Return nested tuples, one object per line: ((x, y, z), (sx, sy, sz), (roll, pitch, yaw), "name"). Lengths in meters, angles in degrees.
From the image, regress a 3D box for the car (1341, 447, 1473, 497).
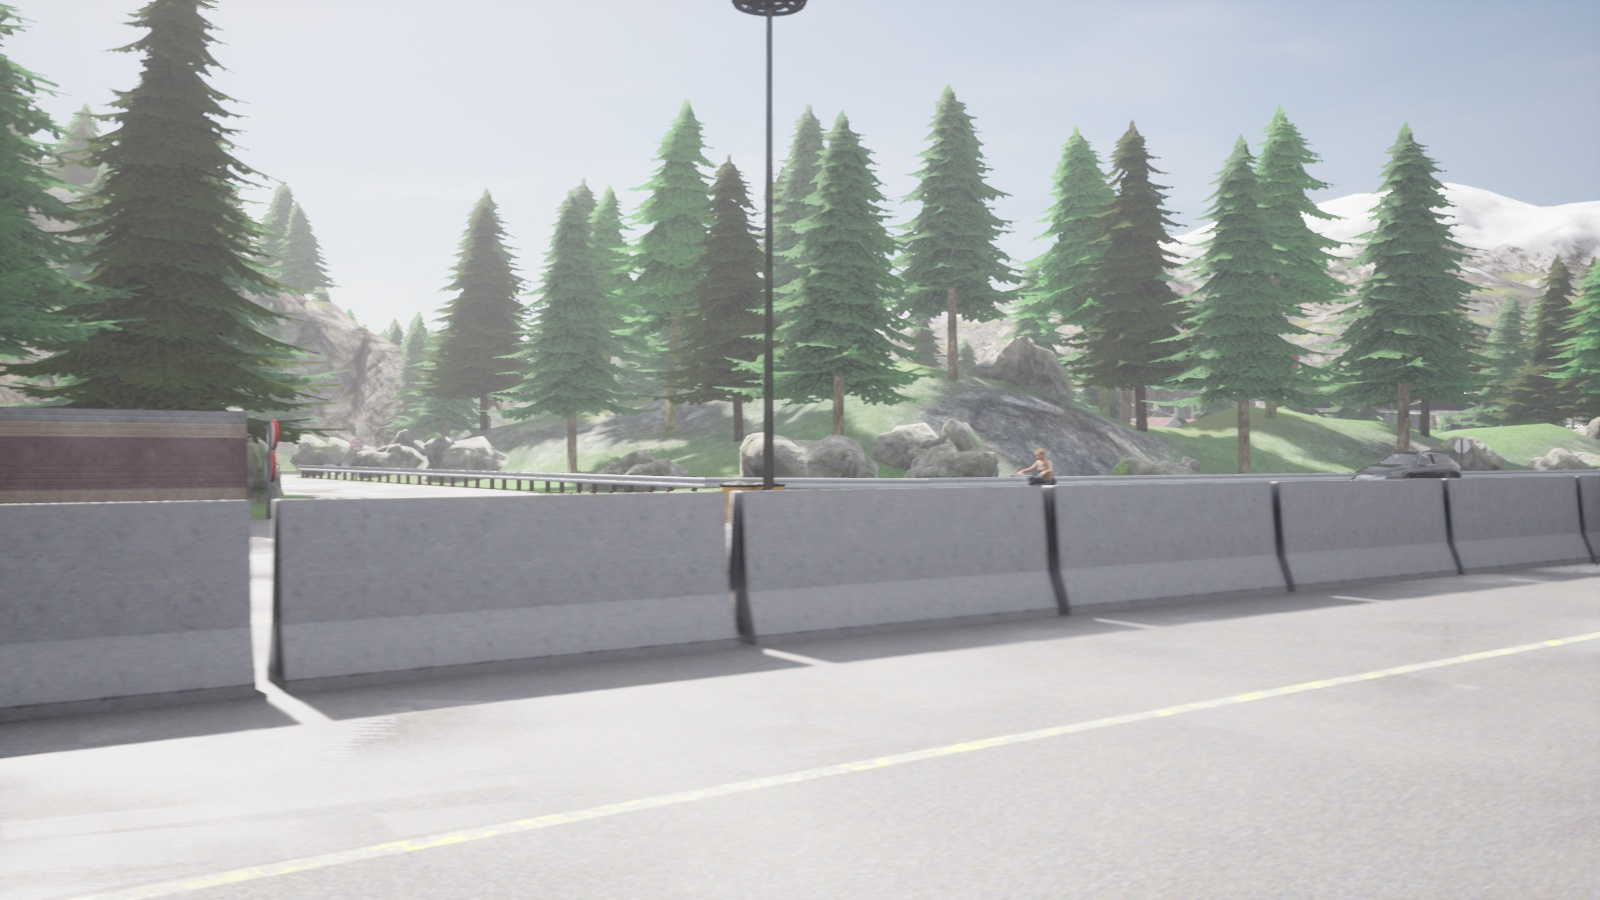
((21.291, 0.738, 44.012), (4.856, 1.649, 2.033), (0, 0, -35), "car")
